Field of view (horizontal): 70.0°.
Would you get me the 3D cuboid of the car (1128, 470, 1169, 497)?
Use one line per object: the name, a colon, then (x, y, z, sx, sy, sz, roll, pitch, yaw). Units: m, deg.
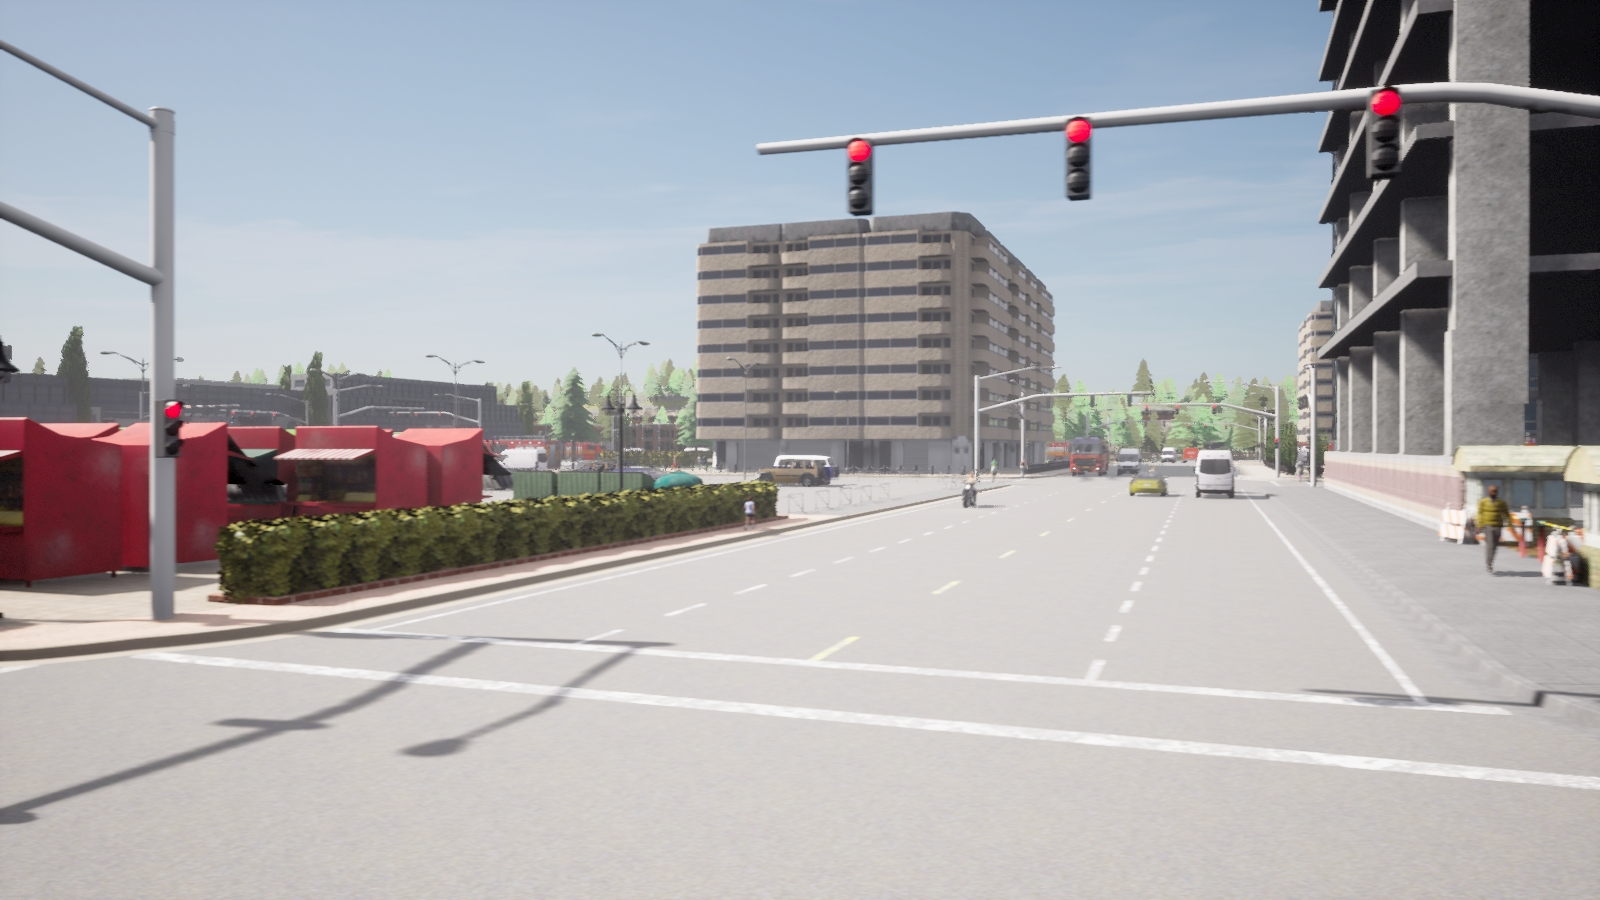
car: (19.731, 1.860, 64.599, 1.994, 1.385, 4.181, 0, 0, 20)

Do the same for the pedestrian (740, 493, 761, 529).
pedestrian: (-1.550, 1.898, 35.521, 0.500, 1.100, 0.500, 0, 0, 20)

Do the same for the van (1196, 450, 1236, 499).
van: (22.894, 1.284, 63.017, 1.988, 2.561, 5.915, 0, 0, 20)

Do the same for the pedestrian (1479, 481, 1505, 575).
pedestrian: (14.015, 1.574, 23.150, 0.375, 1.860, 0.375, 0, 0, 20)

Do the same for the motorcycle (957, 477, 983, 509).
motorcycle: (7.688, 1.931, 51.588, 0.764, 1.307, 2.356, 0, 0, 20)
